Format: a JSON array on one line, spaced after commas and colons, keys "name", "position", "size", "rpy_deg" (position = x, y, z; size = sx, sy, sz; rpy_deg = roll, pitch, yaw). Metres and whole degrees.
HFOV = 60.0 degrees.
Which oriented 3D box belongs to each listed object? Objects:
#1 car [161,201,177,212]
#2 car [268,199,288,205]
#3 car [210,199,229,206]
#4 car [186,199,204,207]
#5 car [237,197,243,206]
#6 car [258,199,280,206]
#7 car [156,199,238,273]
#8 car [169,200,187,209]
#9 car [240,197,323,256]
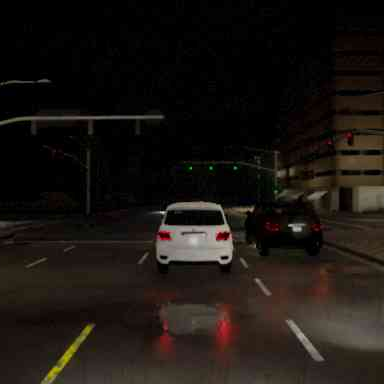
[{"name": "car", "position": [-3.351, 2.108, 49.770], "size": [1.837, 1.490, 4.892], "rpy_deg": [0, -1, 3]}, {"name": "car", "position": [21.860, 2.546, 84.411], "size": [4.674, 1.442, 1.812], "rpy_deg": [0, -1, -22]}, {"name": "car", "position": [6.398, 2.459, 77.159], "size": [2.128, 1.511, 4.902], "rpy_deg": [-1, -1, 38]}, {"name": "car", "position": [0.678, 2.308, 68.531], "size": [1.882, 1.535, 5.008], "rpy_deg": [0, -1, 23]}, {"name": "car", "position": [13.091, 2.180, 78.899], "size": [5.566, 2.045, 2.150], "rpy_deg": [1, -1, -41]}, {"name": "car", "position": [18.219, 2.489, 78.386], "size": [5.357, 1.411, 2.033], "rpy_deg": [0, -1, -34]}, {"name": "car", "position": [0.093, 1.360, 11.352], "size": [2.150, 2.045, 5.566], "rpy_deg": [0, -1, 1]}, {"name": "car", "position": [-2.412, 2.219, 59.006], "size": [1.837, 1.490, 4.892], "rpy_deg": [0, -1, 13]}, {"name": "car", "position": [3.618, 1.393, 14.029], "size": [2.150, 2.045, 5.566], "rpy_deg": [0, -1, 1]}]
